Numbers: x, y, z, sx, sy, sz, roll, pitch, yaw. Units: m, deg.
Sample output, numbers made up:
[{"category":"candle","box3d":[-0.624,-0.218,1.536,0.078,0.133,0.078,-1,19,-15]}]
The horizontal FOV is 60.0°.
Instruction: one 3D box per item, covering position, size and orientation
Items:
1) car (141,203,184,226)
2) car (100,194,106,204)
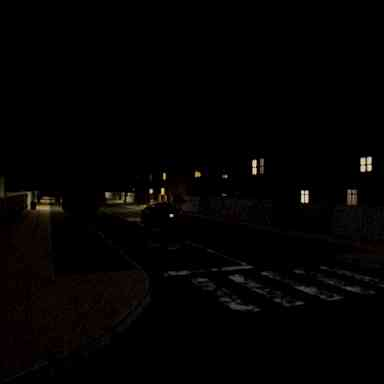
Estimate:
[{"category":"car","box3d":[-2.077,1.417,22.435,1.994,1.385,4.181,1,0,-23]},{"category":"car","box3d":[-14.197,1.069,50.467,1.837,1.490,4.892,1,0,-23]}]
